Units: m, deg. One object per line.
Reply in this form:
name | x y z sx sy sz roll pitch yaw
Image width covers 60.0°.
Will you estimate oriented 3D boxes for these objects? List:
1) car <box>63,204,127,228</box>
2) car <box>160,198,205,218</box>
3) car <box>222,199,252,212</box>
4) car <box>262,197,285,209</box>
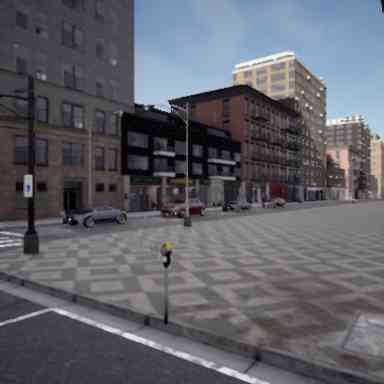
car | -6.356 1.525 22.092 1.994 1.385 4.181 0 0 36
car | -0.770 1.317 29.667 2.097 1.767 4.553 0 0 36
car | 5.086 1.537 37.610 1.994 1.385 4.181 0 0 36
car | 11.313 1.476 45.988 2.128 1.511 4.902 0 0 37
